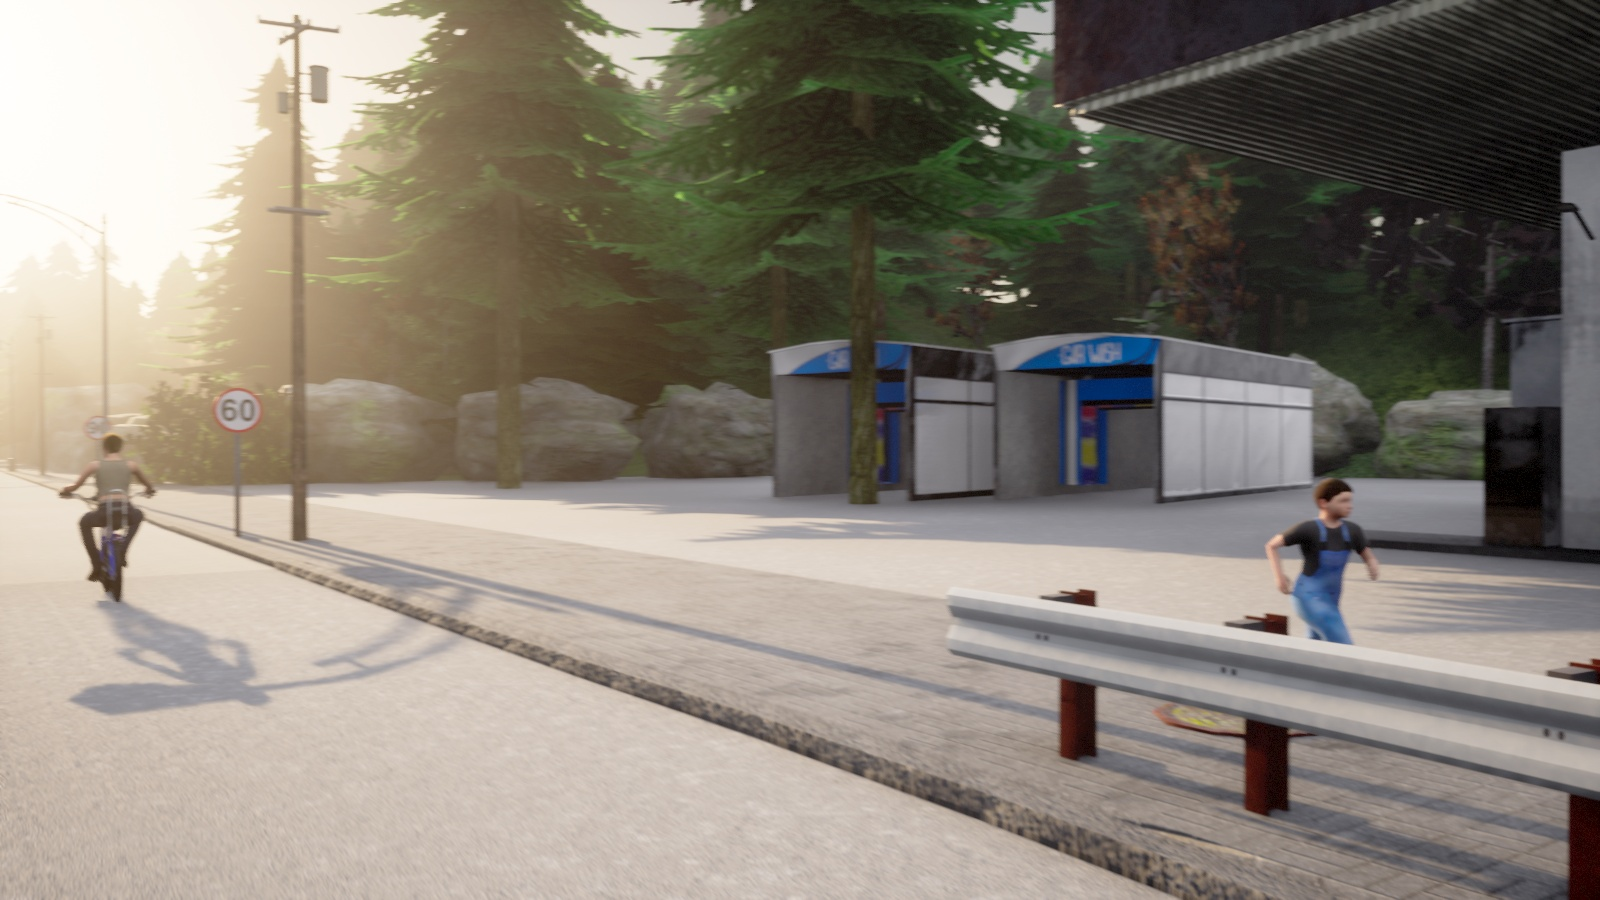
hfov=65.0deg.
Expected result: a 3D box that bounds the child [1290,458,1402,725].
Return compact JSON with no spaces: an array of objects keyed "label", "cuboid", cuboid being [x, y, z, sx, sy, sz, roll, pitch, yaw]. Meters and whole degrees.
[{"label":"child","cuboid":[2.702,0.674,6.227,0.270,1.263,0.437,0,0,-31]}]

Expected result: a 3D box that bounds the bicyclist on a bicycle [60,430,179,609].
[{"label":"bicyclist on a bicycle","cuboid":[-6.628,0.625,12.197,0.866,1.612,1.509,0,0,-34]}]
